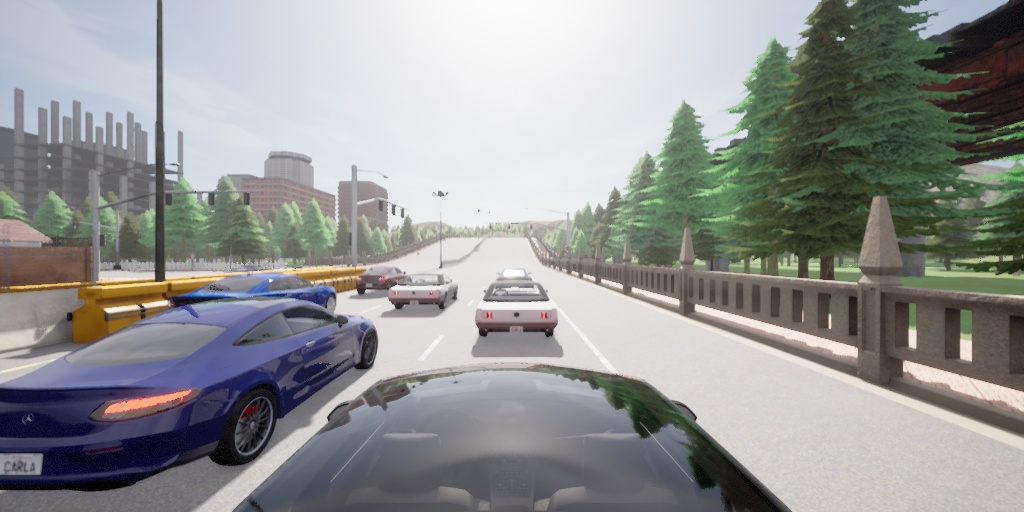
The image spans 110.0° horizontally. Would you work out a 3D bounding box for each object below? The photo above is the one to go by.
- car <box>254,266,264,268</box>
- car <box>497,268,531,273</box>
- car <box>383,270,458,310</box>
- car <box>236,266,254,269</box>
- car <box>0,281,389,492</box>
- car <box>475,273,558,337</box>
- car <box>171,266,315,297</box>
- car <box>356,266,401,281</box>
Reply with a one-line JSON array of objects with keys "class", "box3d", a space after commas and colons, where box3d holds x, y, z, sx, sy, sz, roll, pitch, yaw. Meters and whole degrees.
[{"class": "car", "box3d": [-13.995, 1.328, 23.295, 1.895, 1.301, 4.718, 0, 0, 0]}, {"class": "car", "box3d": [0.109, 1.296, 18.941, 1.994, 1.385, 4.181, 0, 0, 0]}, {"class": "car", "box3d": [-3.394, 1.337, 14.702, 1.895, 1.301, 4.718, 0, 0, 0]}, {"class": "car", "box3d": [-17.489, 1.338, 23.885, 1.994, 1.385, 4.181, 0, 0, 0]}, {"class": "car", "box3d": [-3.397, 1.272, 4.784, 1.812, 1.442, 4.674, 0, 0, 0]}, {"class": "car", "box3d": [0.105, 1.342, 10.189, 1.895, 1.301, 4.718, 0, 0, 0]}, {"class": "car", "box3d": [-6.896, 1.219, 10.241, 1.882, 1.535, 5.008, 0, 0, 0]}, {"class": "car", "box3d": [-6.891, 1.257, 19.583, 1.812, 1.442, 4.674, 0, 0, 0]}]
